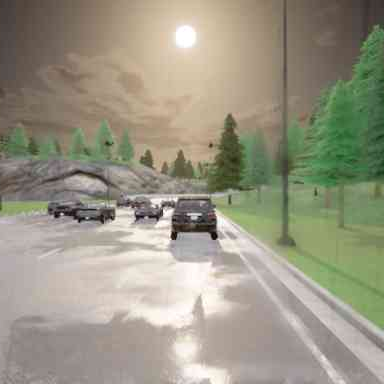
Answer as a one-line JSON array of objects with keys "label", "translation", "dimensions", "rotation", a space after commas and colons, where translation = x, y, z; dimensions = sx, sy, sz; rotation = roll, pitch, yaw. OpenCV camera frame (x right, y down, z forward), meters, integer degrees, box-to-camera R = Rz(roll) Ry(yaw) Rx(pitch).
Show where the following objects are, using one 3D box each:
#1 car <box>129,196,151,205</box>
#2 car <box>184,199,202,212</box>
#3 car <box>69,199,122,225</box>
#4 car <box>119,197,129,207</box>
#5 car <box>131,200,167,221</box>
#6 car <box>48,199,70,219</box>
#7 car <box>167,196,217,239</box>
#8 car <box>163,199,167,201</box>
[{"label": "car", "translation": [-6.896, 1.371, 46.165], "dimensions": [2.097, 1.767, 4.553], "rotation": [0, 0, 0]}, {"label": "car", "translation": [0.103, 1.564, 40.362], "dimensions": [2.033, 1.411, 5.357], "rotation": [0, 0, 0]}, {"label": "car", "translation": [-6.899, 1.502, 24.388], "dimensions": [2.128, 1.511, 4.902], "rotation": [0, 0, 0]}, {"label": "car", "translation": [-10.397, 1.514, 51.582], "dimensions": [2.128, 1.511, 4.902], "rotation": [0, 0, 0]}, {"label": "car", "translation": [-3.399, 1.612, 27.087], "dimensions": [1.895, 1.301, 4.718], "rotation": [0, 0, 0]}, {"label": "car", "translation": [-10.399, 1.518, 29.025], "dimensions": [1.837, 1.490, 4.892], "rotation": [0, 0, 0]}, {"label": "car", "translation": [0.100, 1.229, 17.396], "dimensions": [2.150, 2.045, 5.566], "rotation": [0, 0, 0]}, {"label": "car", "translation": [-3.398, 1.621, 47.915], "dimensions": [1.895, 1.301, 4.718], "rotation": [0, 0, 0]}]
